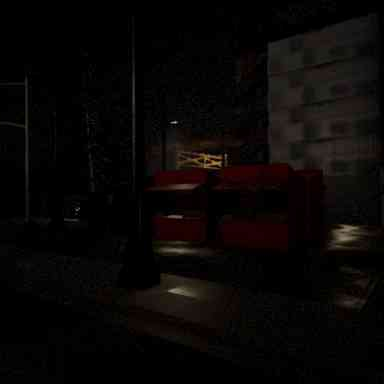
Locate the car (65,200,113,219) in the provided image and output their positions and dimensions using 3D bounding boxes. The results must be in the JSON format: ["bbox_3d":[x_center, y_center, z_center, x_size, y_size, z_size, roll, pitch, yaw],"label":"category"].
[{"bbox_3d":[-9.498,1.479,31.013,2.097,1.767,4.553,-1,-1,36],"label":"car"}]
